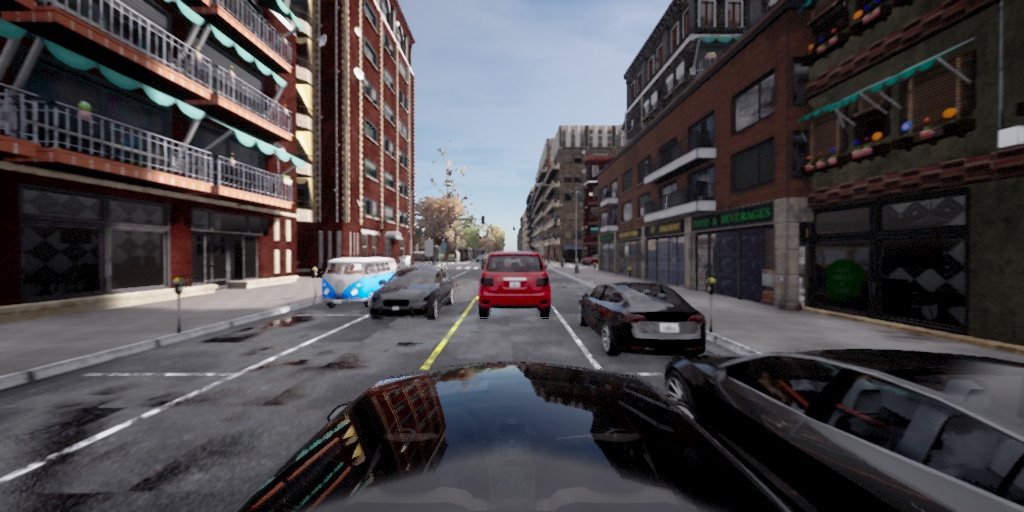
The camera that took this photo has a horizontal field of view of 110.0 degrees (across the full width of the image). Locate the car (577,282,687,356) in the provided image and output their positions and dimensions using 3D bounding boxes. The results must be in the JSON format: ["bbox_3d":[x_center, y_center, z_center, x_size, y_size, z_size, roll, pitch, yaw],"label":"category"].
[{"bbox_3d":[2.675,1.232,8.206,1.948,1.339,4.313,0,0,0],"label":"car"}]

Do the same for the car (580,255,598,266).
[{"bbox_3d":[13.304,0.675,56.602,5.009,1.841,2.192,0,0,-1],"label":"car"}]

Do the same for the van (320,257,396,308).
[{"bbox_3d":[-5.721,0.937,13.843,1.690,1.789,3.998,0,0,0],"label":"van"}]

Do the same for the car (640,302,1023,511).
[{"bbox_3d":[2.690,1.305,2.544,1.948,1.339,4.313,0,0,0],"label":"car"}]

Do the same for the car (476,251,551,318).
[{"bbox_3d":[0.070,0.835,12.470,2.150,2.045,5.566,0,1,0],"label":"car"}]

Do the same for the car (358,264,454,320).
[{"bbox_3d":[-3.127,1.123,12.037,1.837,1.490,4.892,0,1,0],"label":"car"}]
